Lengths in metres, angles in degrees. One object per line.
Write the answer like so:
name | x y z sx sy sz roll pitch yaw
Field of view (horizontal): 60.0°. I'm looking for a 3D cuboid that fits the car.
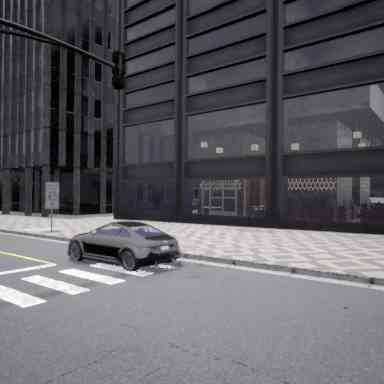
car | -2.399 1.708 11.378 4.181 1.385 1.994 -1 -1 38
